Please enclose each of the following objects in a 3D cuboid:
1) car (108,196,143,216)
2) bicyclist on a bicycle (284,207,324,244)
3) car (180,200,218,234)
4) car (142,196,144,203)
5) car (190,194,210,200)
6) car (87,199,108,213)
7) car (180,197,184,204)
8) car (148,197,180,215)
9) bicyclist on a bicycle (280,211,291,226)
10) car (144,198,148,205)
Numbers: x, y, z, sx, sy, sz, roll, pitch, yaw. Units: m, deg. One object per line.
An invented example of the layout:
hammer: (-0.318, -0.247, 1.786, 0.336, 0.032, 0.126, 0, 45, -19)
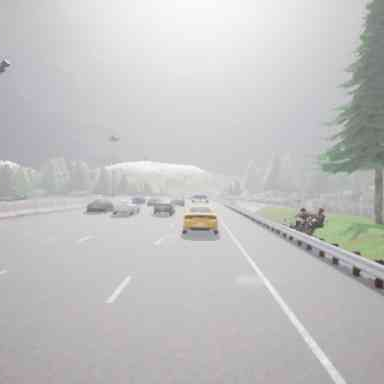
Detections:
car: (-6.222, 1.435, 31.813, 1.812, 1.442, 4.674, 1, 0, 1)
bicyclist on a bicycle: (5.332, 1.417, 14.764, 1.620, 1.656, 0.582, -42, 18, -10)
car: (0.476, 1.475, 19.391, 1.882, 1.535, 5.008, 1, 0, 1)
car: (-9.092, 1.339, 56.909, 1.882, 1.535, 5.008, 1, 0, 1)
car: (0.993, 1.215, 40.177, 2.150, 2.045, 5.566, 1, 0, 1)
car: (-9.637, 1.431, 35.281, 1.994, 1.385, 4.181, 1, 0, 1)
car: (-2.165, 1.511, 53.980, 1.994, 1.385, 4.181, 1, 0, 1)
car: (-2.686, 1.444, 33.210, 2.128, 1.511, 4.902, 1, 0, 1)
bicyclist on a bicycle: (4.985, 1.406, 15.735, 0.582, 1.620, 1.656, -11, 51, -37)
car: (-5.720, 1.469, 51.816, 1.994, 1.385, 4.181, 1, 0, 1)
